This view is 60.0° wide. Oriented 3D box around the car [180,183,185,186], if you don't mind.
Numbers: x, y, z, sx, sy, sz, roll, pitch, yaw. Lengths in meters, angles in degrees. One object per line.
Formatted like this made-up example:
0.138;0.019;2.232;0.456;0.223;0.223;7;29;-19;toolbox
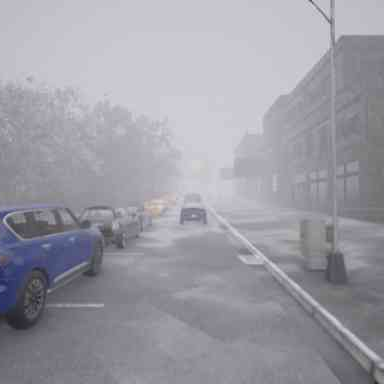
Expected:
-3.652;-0.558;84.522;2.185;1.767;4.553;0;4;2;car

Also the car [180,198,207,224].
0.100;1.469;24.994;1.882;1.535;5.008;0;0;0;car

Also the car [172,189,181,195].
-3.629;0.810;62.117;1.946;1.575;5.366;1;3;2;car

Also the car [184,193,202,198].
0.102;1.120;42.988;2.150;2.045;5.566;0;1;0;car

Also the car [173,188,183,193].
-3.632;0.557;67.850;2.231;1.521;4.892;1;3;2;car

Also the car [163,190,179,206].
-3.626;1.083;51.098;2.185;1.767;4.553;2;2;2;car

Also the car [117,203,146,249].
-3.652;1.361;14.853;2.185;1.767;4.553;0;0;2;car

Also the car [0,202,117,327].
-3.649;1.230;7.199;2.435;2.045;5.566;0;0;2;car

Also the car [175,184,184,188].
-3.652;-0.214;78.962;2.185;1.767;4.553;0;4;2;car

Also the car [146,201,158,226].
-3.661;1.537;20.457;2.163;1.488;4.792;-1;0;2;car

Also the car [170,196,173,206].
-3.650;1.479;37.842;2.002;1.452;4.674;0;0;2;car

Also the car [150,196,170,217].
-3.643;1.458;31.705;1.946;1.575;5.366;0;1;2;car
